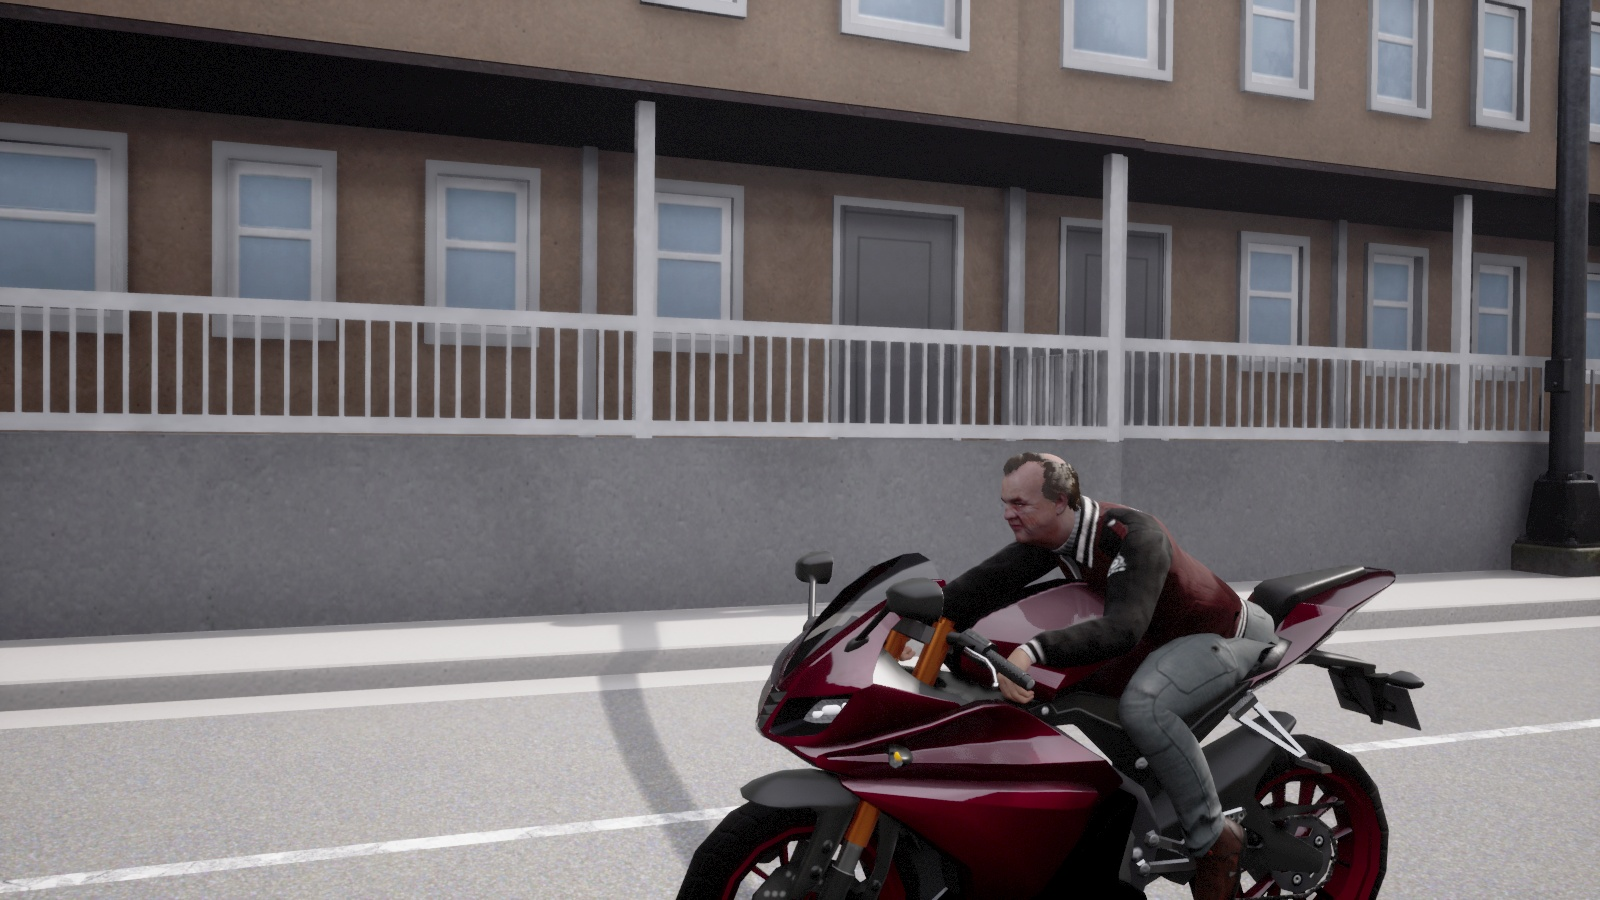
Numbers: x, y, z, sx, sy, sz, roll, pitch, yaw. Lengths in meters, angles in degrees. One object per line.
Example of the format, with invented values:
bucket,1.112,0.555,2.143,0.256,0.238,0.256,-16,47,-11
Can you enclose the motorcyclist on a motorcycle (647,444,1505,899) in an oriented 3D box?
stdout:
motorcyclist on a motorcycle,0.755,0.768,3.489,2.191,1.530,0.866,-1,1,-19
